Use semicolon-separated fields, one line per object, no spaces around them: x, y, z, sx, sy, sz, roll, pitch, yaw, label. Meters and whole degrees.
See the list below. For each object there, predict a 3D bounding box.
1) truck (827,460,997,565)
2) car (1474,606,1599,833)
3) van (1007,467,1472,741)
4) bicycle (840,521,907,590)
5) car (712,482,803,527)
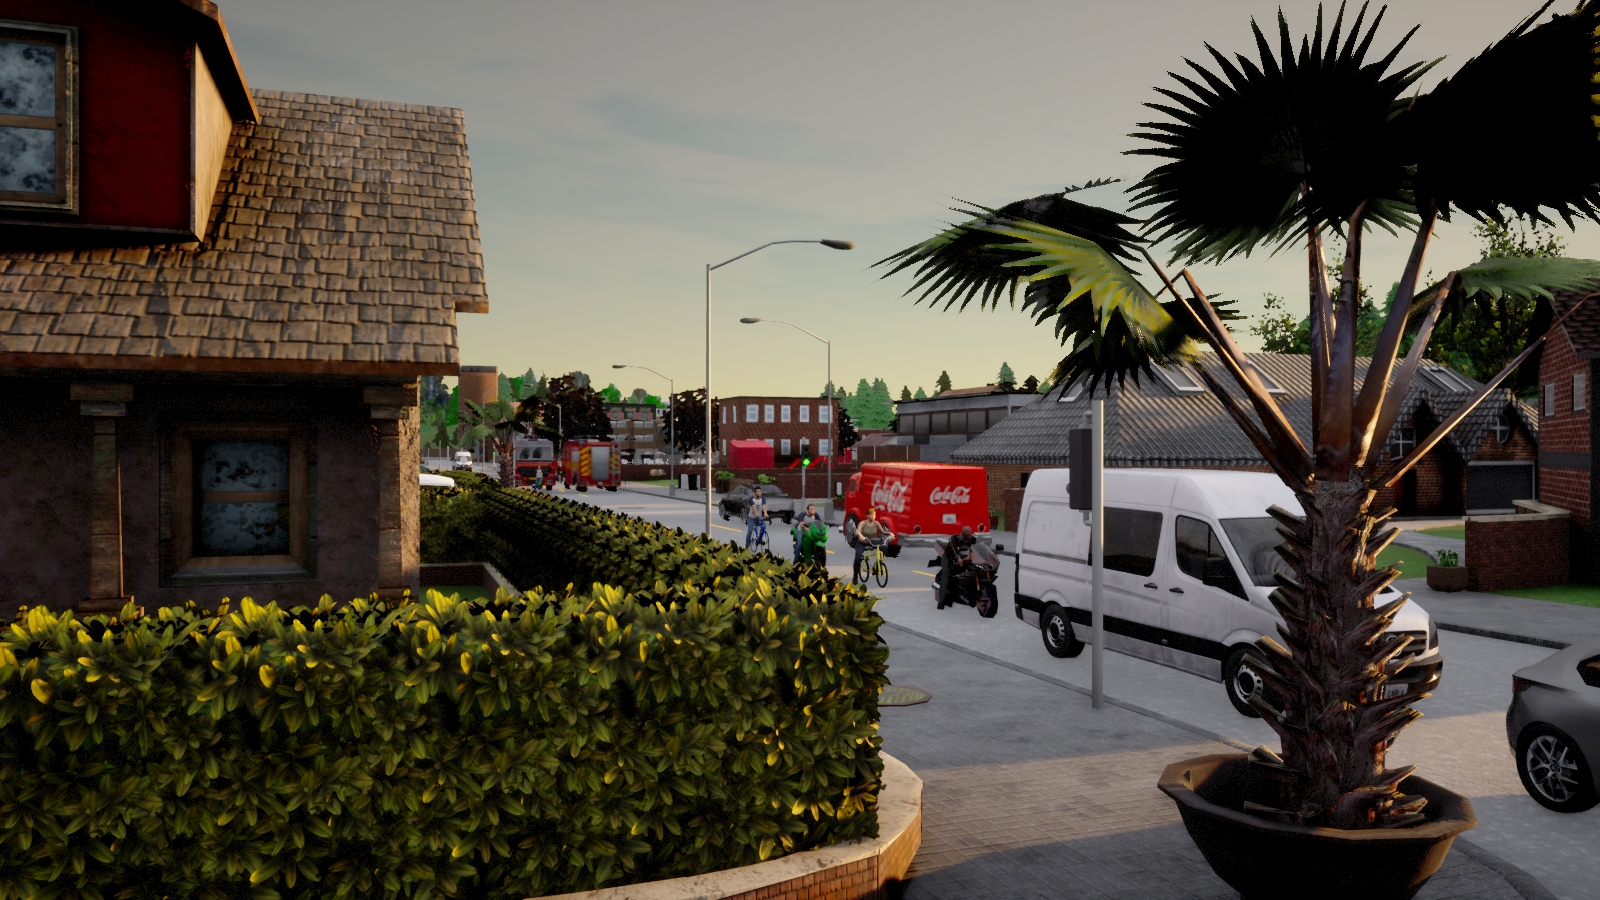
2.936;1.590;31.451;2.627;2.467;5.204;0;1;-20;truck
6.934;2.069;7.650;1.816;1.474;4.193;0;0;-12;car
4.966;1.538;14.186;1.988;2.561;5.915;0;0;-20;van
1.505;2.162;23.648;0.859;1.276;1.487;0;0;-19;bicycle
-1.721;2.053;44.220;2.128;1.511;4.902;0;0;-20;car
